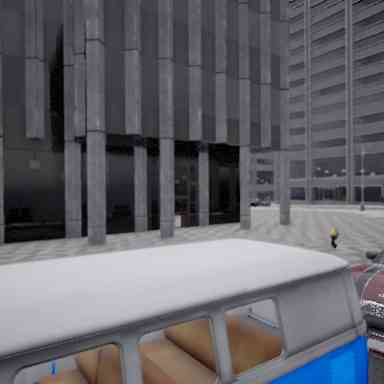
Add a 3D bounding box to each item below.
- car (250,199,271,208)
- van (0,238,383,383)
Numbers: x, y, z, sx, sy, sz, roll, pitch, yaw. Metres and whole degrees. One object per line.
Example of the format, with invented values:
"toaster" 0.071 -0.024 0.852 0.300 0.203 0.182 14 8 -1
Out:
"car" 10.752 1.839 54.722 1.882 1.535 5.008 -1 -1 -35
"van" -0.523 1.332 2.152 3.998 1.788 1.690 -1 0 -35
